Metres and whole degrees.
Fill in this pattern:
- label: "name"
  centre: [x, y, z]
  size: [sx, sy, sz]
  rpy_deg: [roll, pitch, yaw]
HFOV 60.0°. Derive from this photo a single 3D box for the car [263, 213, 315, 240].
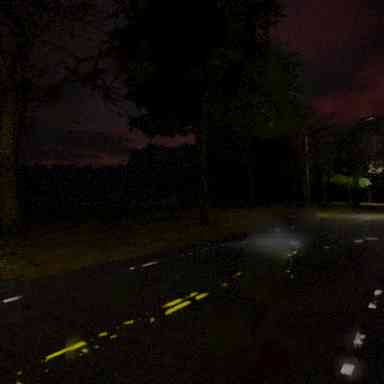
- label: "car"
  centre: [5.623, 1.873, 19.023]
  size: [1.994, 1.385, 4.181]
  rpy_deg: [-2, -1, 34]
